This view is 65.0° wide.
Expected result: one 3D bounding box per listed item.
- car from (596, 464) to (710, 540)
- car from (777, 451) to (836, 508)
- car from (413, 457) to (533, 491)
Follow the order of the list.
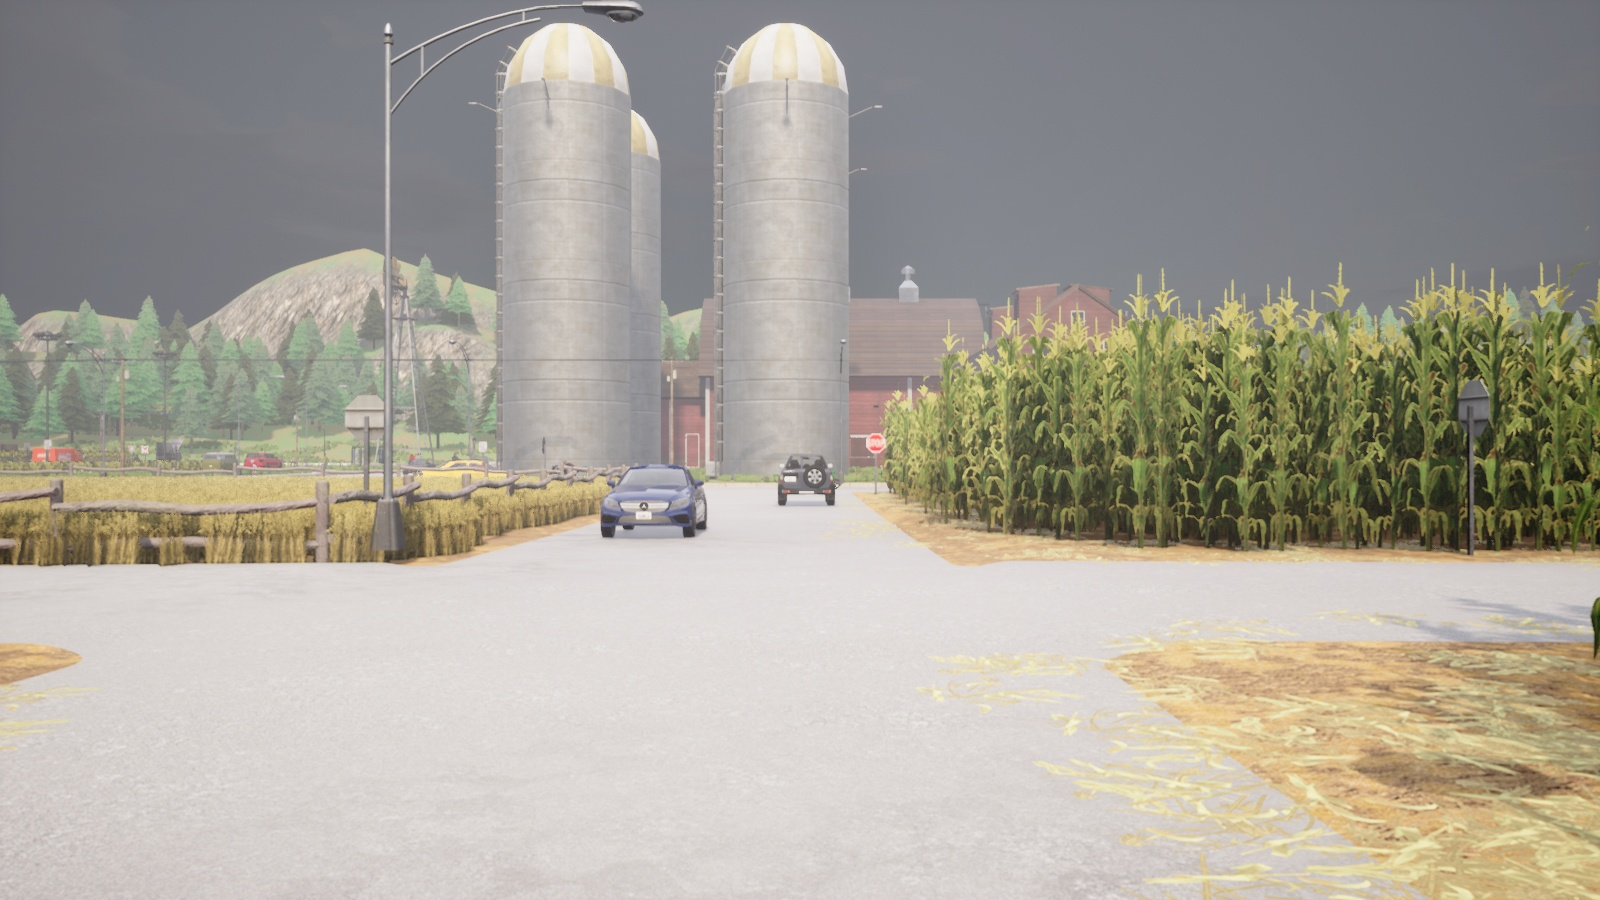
[{"bbox_3d":[-2.964,1.019,26.192,1.812,1.442,4.674,0,-1,0],"label":"car"},{"bbox_3d":[0.217,0.962,43.283,1.932,1.855,4.605,0,0,0],"label":"car"},{"bbox_3d":[-15.819,1.153,60.942,5.366,1.575,1.801,0,0,0],"label":"car"}]
